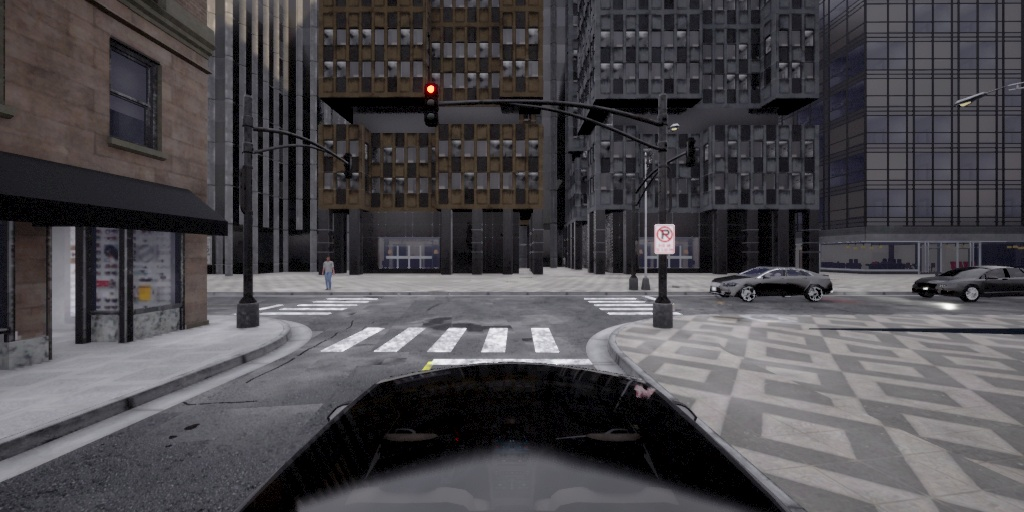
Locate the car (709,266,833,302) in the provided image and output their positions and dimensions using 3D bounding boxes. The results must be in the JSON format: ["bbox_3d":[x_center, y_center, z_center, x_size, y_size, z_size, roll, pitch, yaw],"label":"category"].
[{"bbox_3d":[11.629,1.223,16.274,4.902,1.511,2.128,0,0,0],"label":"car"}]

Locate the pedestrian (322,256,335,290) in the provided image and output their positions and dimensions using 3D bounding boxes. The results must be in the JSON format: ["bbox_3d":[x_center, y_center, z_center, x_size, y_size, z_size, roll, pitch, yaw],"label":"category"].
[{"bbox_3d":[-9.935,0.902,19.445,0.375,1.860,0.375,0,0,0],"label":"pedestrian"}]

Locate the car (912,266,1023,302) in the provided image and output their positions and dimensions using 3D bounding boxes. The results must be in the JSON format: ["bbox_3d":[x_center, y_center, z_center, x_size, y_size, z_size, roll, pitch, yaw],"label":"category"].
[{"bbox_3d":[21.149,1.223,16.211,4.892,1.490,1.837,0,0,1],"label":"car"}]
